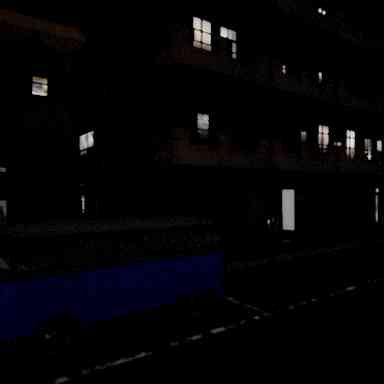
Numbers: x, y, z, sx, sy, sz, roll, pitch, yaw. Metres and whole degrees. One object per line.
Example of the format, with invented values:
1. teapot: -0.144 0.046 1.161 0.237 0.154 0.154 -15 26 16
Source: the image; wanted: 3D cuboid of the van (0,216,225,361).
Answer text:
1. van: -1.313 1.340 5.634 3.998 1.788 1.690 0 0 -36
